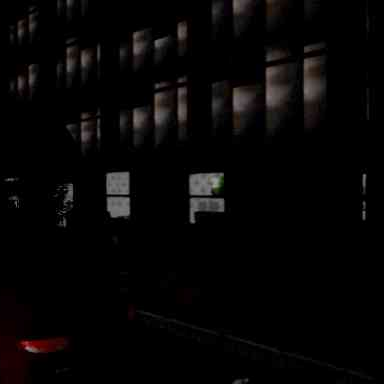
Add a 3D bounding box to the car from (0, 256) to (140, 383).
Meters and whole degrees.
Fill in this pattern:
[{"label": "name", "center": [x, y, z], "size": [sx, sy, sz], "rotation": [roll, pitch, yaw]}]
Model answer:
[{"label": "car", "center": [-2.572, 1.591, 4.711], "size": [4.206, 1.307, 1.802], "rotation": [0, 0, 36]}]
